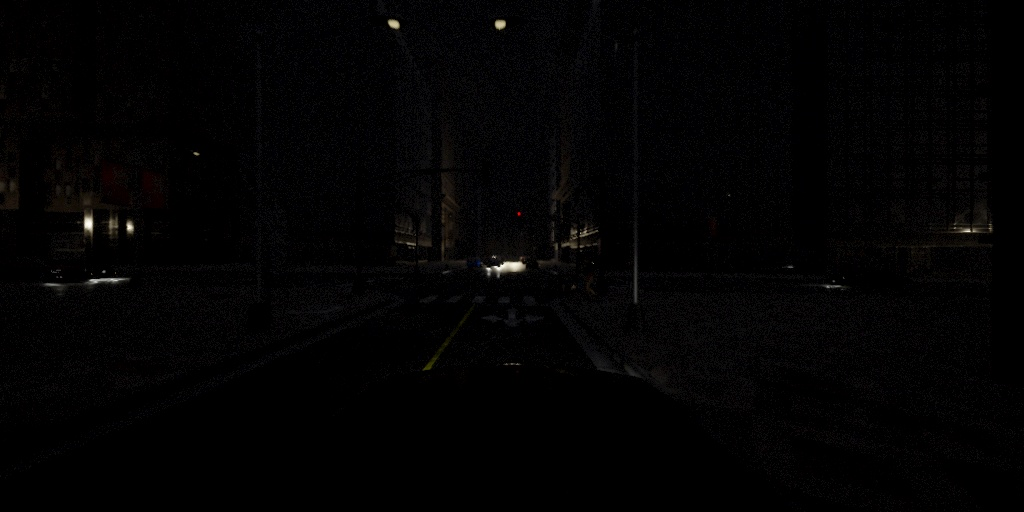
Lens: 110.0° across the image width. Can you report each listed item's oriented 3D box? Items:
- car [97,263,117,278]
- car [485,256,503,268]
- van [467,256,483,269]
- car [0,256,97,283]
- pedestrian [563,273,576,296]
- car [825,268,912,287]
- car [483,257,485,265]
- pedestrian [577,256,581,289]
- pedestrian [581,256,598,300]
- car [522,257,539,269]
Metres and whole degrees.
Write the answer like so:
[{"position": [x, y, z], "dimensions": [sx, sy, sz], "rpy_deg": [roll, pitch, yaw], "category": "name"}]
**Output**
[{"position": [-30.340, 0.875, 24.932], "dimensions": [4.181, 1.385, 1.994], "rpy_deg": [1, 0, 0], "category": "car"}, {"position": [-2.796, 1.107, 56.506], "dimensions": [1.812, 1.442, 4.674], "rpy_deg": [0, 0, 1], "category": "car"}, {"position": [-5.636, 0.938, 52.183], "dimensions": [1.690, 1.789, 3.998], "rpy_deg": [0, 0, 0], "category": "van"}, {"position": [-28.838, 0.804, 21.670], "dimensions": [5.008, 1.535, 1.882], "rpy_deg": [1, 0, 0], "category": "car"}, {"position": [2.477, 1.238, 15.839], "dimensions": [0.500, 1.100, 0.500], "rpy_deg": [0, 0, 0], "category": "pedestrian"}, {"position": [27.830, 1.631, 28.038], "dimensions": [5.357, 1.411, 2.033], "rpy_deg": [1, 0, 0], "category": "car"}, {"position": [-5.598, 1.158, 57.832], "dimensions": [1.802, 1.307, 4.207], "rpy_deg": [0, 0, 0], "category": "car"}, {"position": [3.073, 0.858, 15.238], "dimensions": [0.375, 1.860, 0.375], "rpy_deg": [0, 0, 0], "category": "pedestrian"}, {"position": [3.145, 0.859, 14.580], "dimensions": [0.375, 1.860, 0.375], "rpy_deg": [0, 0, 0], "category": "pedestrian"}, {"position": [2.890, 1.163, 52.127], "dimensions": [1.948, 1.339, 4.313], "rpy_deg": [0, 0, 0], "category": "car"}]
